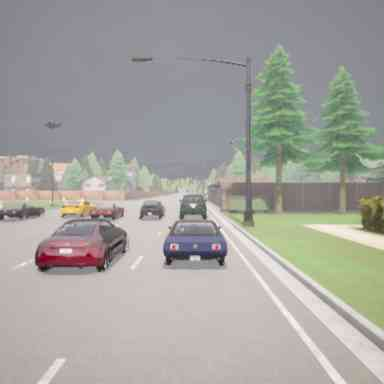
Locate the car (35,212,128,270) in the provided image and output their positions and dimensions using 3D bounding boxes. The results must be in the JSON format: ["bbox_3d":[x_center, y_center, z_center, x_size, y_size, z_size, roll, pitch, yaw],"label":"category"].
[{"bbox_3d":[-3.404,1.563,10.981,1.994,1.385,4.181,0,0,0],"label":"car"}]

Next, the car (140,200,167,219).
[{"bbox_3d":[-3.405,1.501,29.258,1.837,1.490,4.892,0,0,0],"label":"car"}]

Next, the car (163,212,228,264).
[{"bbox_3d":[0.098,1.599,11.735,1.895,1.301,4.718,0,0,0],"label":"car"}]

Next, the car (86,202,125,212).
[{"bbox_3d":[-6.905,1.598,27.606,1.895,1.301,4.718,0,0,0],"label":"car"}]

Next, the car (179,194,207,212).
[{"bbox_3d":[0.095,1.218,28.207,2.150,2.045,5.566,0,0,0],"label":"car"}]

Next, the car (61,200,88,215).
[{"bbox_3d":[-10.406,1.474,30.743,1.882,1.535,5.008,0,0,0],"label":"car"}]

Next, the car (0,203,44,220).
[{"bbox_3d":[-14.122,1.598,27.616,1.895,1.301,4.718,0,0,0],"label":"car"}]
